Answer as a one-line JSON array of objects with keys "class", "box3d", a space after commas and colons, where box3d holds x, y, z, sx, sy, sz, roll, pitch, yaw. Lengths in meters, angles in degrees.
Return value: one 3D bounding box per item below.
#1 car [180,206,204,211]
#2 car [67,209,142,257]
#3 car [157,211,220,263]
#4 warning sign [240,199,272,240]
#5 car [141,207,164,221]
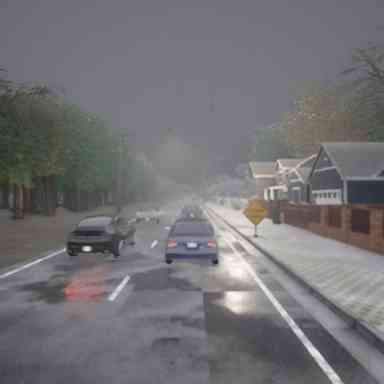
[{"class": "car", "box3d": [0.005, 1.826, 27.543, 2.033, 1.411, 5.357, 0, -1, 0]}, {"class": "car", "box3d": [-3.479, 1.645, 13.509, 1.837, 1.490, 4.892, 0, 0, 1]}, {"class": "car", "box3d": [0.009, 1.676, 12.544, 2.033, 1.411, 5.357, 0, -1, 0]}, {"class": "warning sign", "box3d": [3.042, 1.278, 15.902, 1.300, 1.860, 1.060, 0, -1, 0]}, {"class": "car", "box3d": [-3.485, 1.887, 28.265, 1.895, 1.301, 4.718, 0, -1, 1]}]
